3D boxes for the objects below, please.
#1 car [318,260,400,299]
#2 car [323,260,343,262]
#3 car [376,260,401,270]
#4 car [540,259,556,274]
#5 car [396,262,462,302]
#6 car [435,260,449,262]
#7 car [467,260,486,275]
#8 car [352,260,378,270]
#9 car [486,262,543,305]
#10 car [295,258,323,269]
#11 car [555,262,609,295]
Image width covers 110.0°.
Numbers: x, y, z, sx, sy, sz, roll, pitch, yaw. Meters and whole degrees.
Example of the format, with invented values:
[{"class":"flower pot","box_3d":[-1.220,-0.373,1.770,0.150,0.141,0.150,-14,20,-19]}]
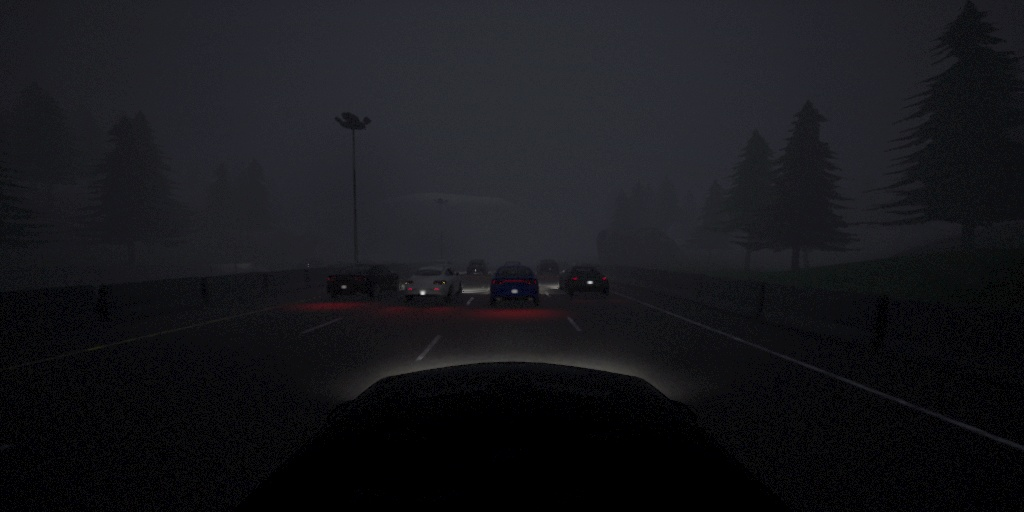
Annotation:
[{"class":"car","box_3d":[-6.904,1.102,17.195,1.882,1.535,5.008,0,0,0]},{"class":"car","box_3d":[-24.563,1.285,51.409,1.895,1.301,4.718,0,-1,1]},{"class":"car","box_3d":[-17.570,1.283,51.190,1.895,1.301,4.718,0,-1,0]},{"class":"car","box_3d":[3.591,1.077,36.223,1.882,1.535,5.008,0,0,0]},{"class":"car","box_3d":[-3.404,1.156,15.988,1.812,1.442,4.674,0,0,0]},{"class":"car","box_3d":[-6.917,1.124,35.699,1.812,1.442,4.674,0,0,0]},{"class":"car","box_3d":[-3.409,1.103,35.916,1.837,1.490,4.892,0,0,0]},{"class":"car","box_3d":[-21.067,1.250,51.619,1.994,1.385,4.181,0,-1,0]},{"class":"car","box_3d":[0.096,1.111,15.392,1.882,1.535,5.008,0,0,0]},{"class":"car","box_3d":[-28.064,1.025,49.958,2.097,1.767,4.553,0,-1,0]},{"class":"car","box_3d":[3.595,1.181,18.500,1.994,1.385,4.181,0,0,0]}]
